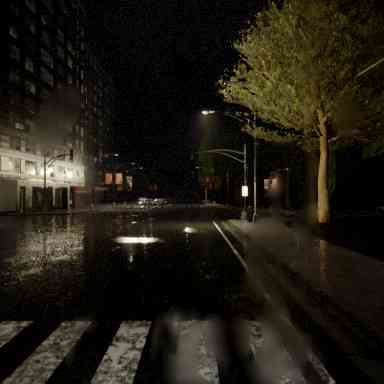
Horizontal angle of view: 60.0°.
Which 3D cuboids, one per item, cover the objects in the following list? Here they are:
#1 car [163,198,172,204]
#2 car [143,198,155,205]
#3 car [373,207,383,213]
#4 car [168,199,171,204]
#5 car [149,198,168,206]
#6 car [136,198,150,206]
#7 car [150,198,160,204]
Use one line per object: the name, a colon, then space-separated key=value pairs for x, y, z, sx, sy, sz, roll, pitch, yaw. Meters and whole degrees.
car: x=-6.288 y=2.312 z=84.625 sx=1.895 sy=1.301 sz=4.718 roll=0 pitch=-1 yaw=0
car: x=-9.563 y=2.111 z=74.913 sx=2.033 sy=1.411 sz=5.357 roll=0 pitch=-1 yaw=0
car: x=42.449 y=4.001 z=74.974 sx=5.357 sy=1.411 sz=2.033 roll=4 pitch=-3 yaw=-45
car: x=-6.314 y=2.040 z=74.300 sx=1.882 sy=1.535 sz=5.008 roll=0 pitch=-1 yaw=0
car: x=-6.378 y=1.976 z=64.351 sx=2.033 sy=1.411 sz=5.357 roll=0 pitch=-1 yaw=1
car: x=-9.627 y=1.923 z=64.617 sx=2.128 sy=1.511 sz=4.902 roll=0 pitch=-1 yaw=1
car: x=-9.536 y=2.269 z=85.456 sx=2.033 sy=1.411 sz=5.357 roll=0 pitch=-1 yaw=0
